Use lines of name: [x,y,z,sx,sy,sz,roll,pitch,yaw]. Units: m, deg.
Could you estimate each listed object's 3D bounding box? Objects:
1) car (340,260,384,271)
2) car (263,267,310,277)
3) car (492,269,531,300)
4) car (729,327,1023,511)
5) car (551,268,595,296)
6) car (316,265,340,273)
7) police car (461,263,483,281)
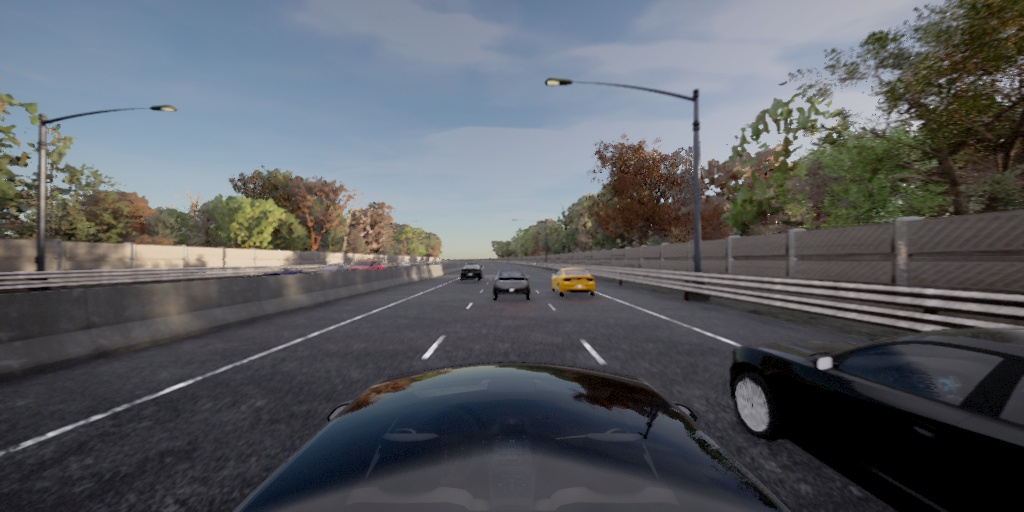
car: [-14.517,1.371,35.676,2.150,2.045,5.566,0,-1,-1]
car: [-21.488,1.748,34.285,1.895,1.301,4.718,0,-1,-1]
car: [-0.037,1.434,19.307,2.128,1.511,4.902,0,-1,-1]
car: [3.598,1.227,2.402,1.882,1.535,5.008,0,-1,0]
car: [3.442,1.431,20.884,1.882,1.535,5.008,0,-1,-1]
car: [-18.031,1.689,36.309,1.812,1.442,4.674,0,-1,-1]
police car: [-3.923,1.550,35.787,1.930,1.638,5.238,0,-1,-1]
